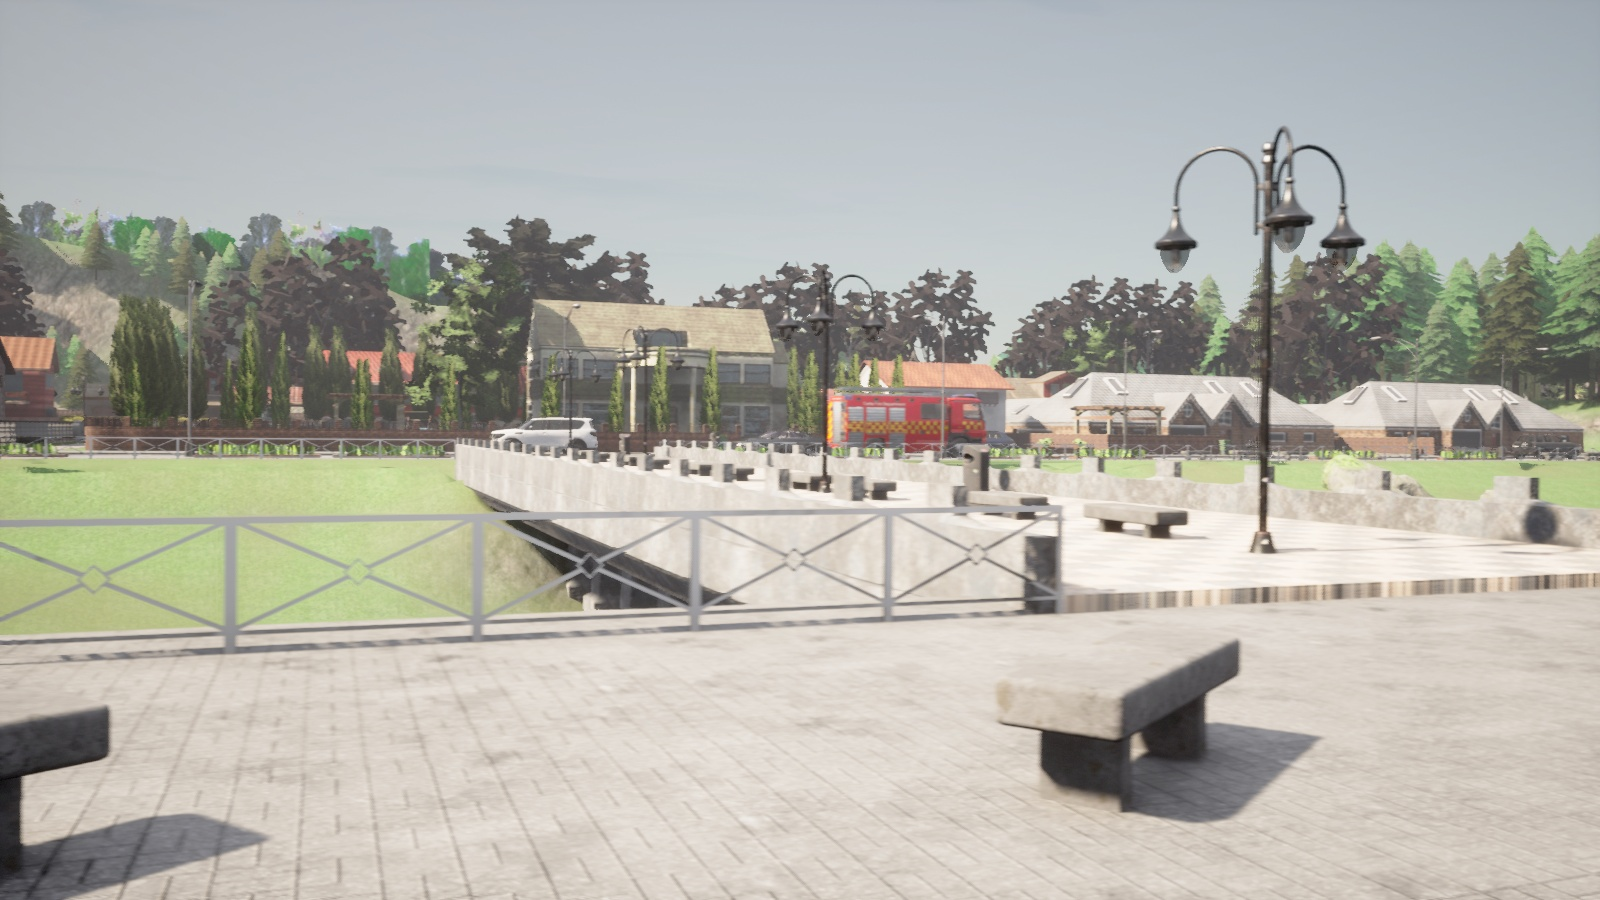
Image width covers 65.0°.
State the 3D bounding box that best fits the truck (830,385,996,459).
[{"bbox_3d":[6.111,-1.536,67.771,8.468,3.827,2.891,-1,1,-21],"label":"truck"}]

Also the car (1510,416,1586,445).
[{"bbox_3d":[50.363,-1.306,84.571,4.605,1.855,1.932,-1,1,-21],"label":"car"}]

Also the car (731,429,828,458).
[{"bbox_3d":[-1.150,-0.361,69.308,4.902,1.511,2.128,-1,1,-21],"label":"car"}]

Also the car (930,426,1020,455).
[{"bbox_3d":[10.252,-0.581,73.633,4.856,1.649,2.033,-1,1,-21],"label":"car"}]

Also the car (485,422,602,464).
[{"bbox_3d":[-13.222,-0.393,64.725,5.566,2.045,2.150,-1,1,-21],"label":"car"}]
